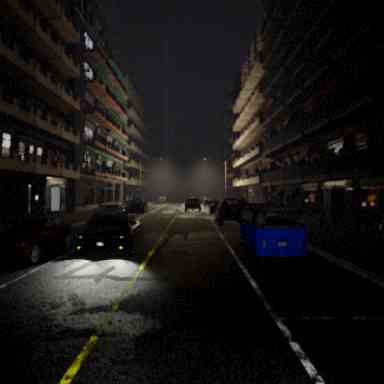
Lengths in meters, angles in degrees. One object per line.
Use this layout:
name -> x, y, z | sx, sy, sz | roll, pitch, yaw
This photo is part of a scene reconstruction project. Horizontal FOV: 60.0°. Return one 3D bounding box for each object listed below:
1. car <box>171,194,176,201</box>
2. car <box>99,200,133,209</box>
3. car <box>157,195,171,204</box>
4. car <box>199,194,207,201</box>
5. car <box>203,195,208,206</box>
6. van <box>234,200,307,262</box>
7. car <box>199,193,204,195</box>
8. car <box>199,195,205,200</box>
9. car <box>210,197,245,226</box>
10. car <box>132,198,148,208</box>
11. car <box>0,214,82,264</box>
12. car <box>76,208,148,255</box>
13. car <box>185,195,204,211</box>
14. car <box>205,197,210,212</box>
car -> -5.659, 1.520, 85.650 | 1.802, 1.307, 4.206 | 0, 0, 0
car -> -5.680, 1.527, 23.144 | 2.008, 1.369, 4.403 | 0, 0, 0
car -> -5.666, 1.498, 62.921 | 2.008, 1.369, 4.403 | 0, 0, 0
car -> 2.722, 1.378, 85.649 | 1.967, 1.590, 4.097 | 0, 0, 0
car -> 2.711, 1.504, 51.555 | 2.008, 1.369, 4.403 | 0, 0, 0
van -> 2.697, 1.329, 11.778 | 1.690, 1.788, 3.998 | 0, 0, 0
car -> 2.718, 1.382, 74.284 | 1.967, 1.590, 4.097 | 0, 0, 0
car -> 2.724, 1.461, 91.502 | 1.752, 1.417, 4.829 | 0, 0, 0
car -> 2.701, 1.291, 23.143 | 2.192, 1.841, 5.009 | 0, 0, 0
car -> -5.676, 1.407, 34.508 | 1.967, 1.590, 4.097 | 0, 0, 0
car -> -5.684, 1.533, 11.779 | 1.887, 1.381, 4.507 | 0, 0, 0
car -> -3.078, 1.550, 13.110 | 1.994, 1.385, 4.181 | 0, 0, 0
car -> 0.114, 1.439, 40.300 | 1.882, 1.535, 5.008 | 0, 0, 0
car -> 2.705, 1.532, 34.508 | 1.947, 1.339, 4.313 | 0, 0, 0
